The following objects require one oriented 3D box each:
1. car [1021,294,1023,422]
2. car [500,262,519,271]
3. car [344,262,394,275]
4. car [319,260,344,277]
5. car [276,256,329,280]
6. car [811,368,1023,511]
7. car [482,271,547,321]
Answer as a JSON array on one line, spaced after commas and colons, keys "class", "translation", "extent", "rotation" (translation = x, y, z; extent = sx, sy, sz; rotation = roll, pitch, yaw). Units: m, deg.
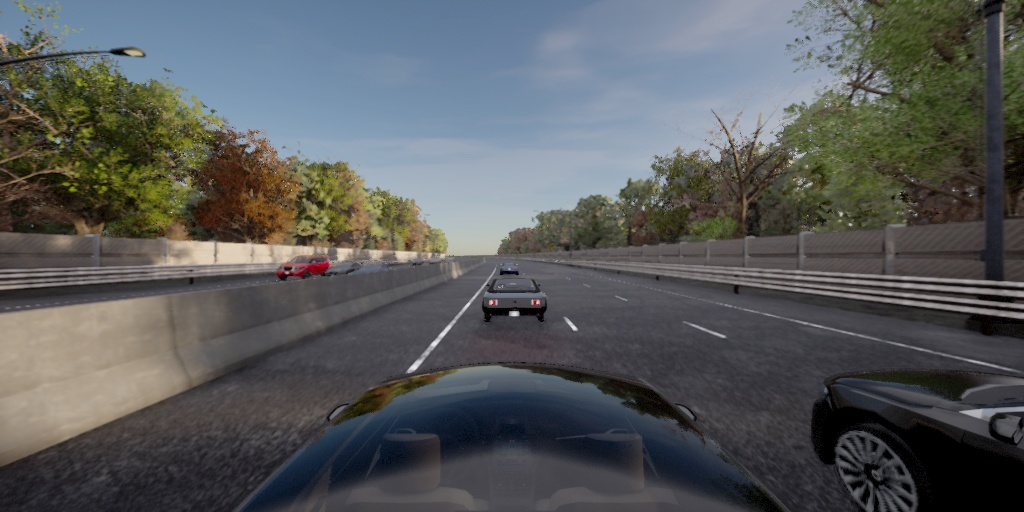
[{"class": "car", "translation": [7.092, 1.226, 1.825], "extent": [1.882, 1.535, 5.008], "rotation": [0, 0, 0]}, {"class": "car", "translation": [-0.311, 1.328, 39.152], "extent": [1.994, 1.385, 4.181], "rotation": [0, 0, -1]}, {"class": "car", "translation": [-10.808, 1.307, 28.199], "extent": [2.033, 1.411, 5.357], "rotation": [0, 0, -1]}, {"class": "car", "translation": [-14.354, 1.265, 31.112], "extent": [1.837, 1.490, 4.892], "rotation": [0, 0, -1]}, {"class": "car", "translation": [-17.853, 0.981, 31.147], "extent": [2.150, 2.045, 5.566], "rotation": [0, 0, -1]}, {"class": "car", "translation": [3.592, 1.241, 1.203], "extent": [2.128, 1.511, 4.902], "rotation": [0, 0, 0]}, {"class": "car", "translation": [0.059, 1.355, 12.422], "extent": [1.895, 1.301, 4.718], "rotation": [0, 0, 0]}]
